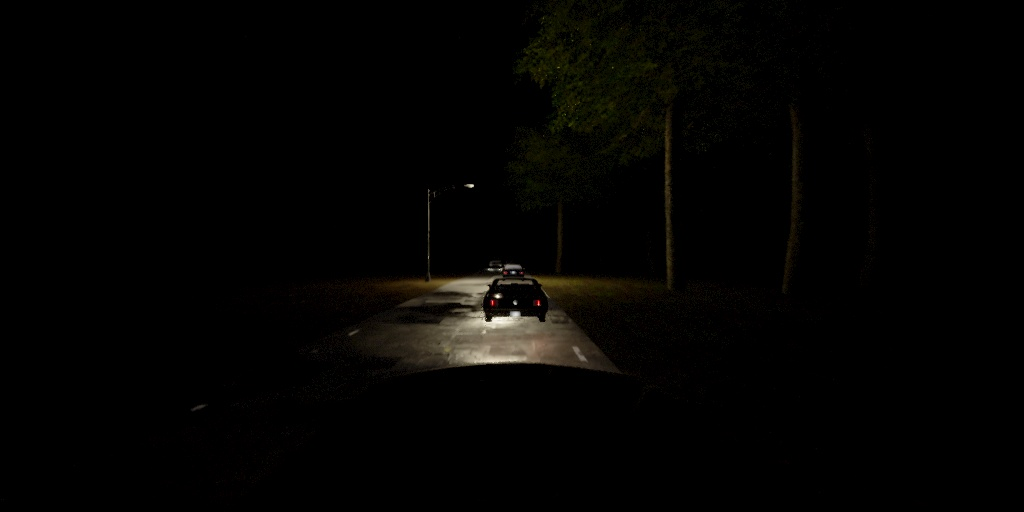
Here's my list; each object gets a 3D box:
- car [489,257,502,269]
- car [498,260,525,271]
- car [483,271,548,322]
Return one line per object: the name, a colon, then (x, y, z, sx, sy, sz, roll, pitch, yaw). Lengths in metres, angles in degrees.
car: (-2.772, 1.188, 62.661, 2.150, 2.045, 5.566, 0, -1, 1)
car: (0.103, 1.342, 30.335, 2.033, 1.411, 5.357, 0, 0, 0)
car: (0.101, 1.359, 12.359, 1.895, 1.301, 4.718, 0, 0, 0)
